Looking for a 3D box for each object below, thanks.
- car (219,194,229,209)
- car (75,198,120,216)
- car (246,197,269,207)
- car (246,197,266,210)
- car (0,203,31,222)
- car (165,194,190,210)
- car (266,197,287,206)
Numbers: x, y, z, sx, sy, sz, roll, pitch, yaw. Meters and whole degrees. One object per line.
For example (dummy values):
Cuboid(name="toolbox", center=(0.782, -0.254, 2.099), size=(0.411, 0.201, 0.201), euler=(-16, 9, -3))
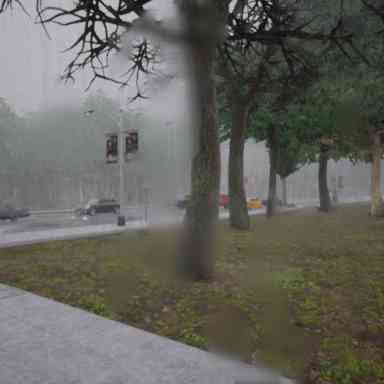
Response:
Cuboid(name="car", center=(4.841, 1.279, 46.694), size=(2.150, 2.045, 5.566), euler=(0, 0, 36))
Cuboid(name="car", center=(-9.234, 1.370, 32.812), size=(2.097, 1.767, 4.553), euler=(0, 0, 35))
Cuboid(name="car", center=(10.920, 1.582, 55.284), size=(1.837, 1.490, 4.892), euler=(0, 0, 36))
Cuboid(name="car", center=(7.838, 1.542, 45.289), size=(1.882, 1.535, 5.008), euler=(0, 0, 36))
Cuboid(name="car", center=(-14.976, 1.551, 24.776), size=(2.033, 1.411, 5.357), euler=(0, 0, 35))
Cuboid(name="car", center=(-1.177, 1.264, 44.077), size=(2.150, 2.045, 5.566), euler=(0, 0, 36))
Cuboid(name="car", center=(13.633, 1.561, 53.488), size=(1.882, 1.535, 5.008), euler=(0, 0, 36))
